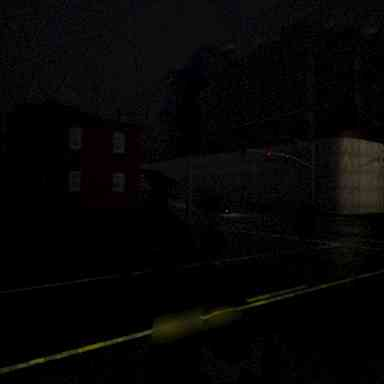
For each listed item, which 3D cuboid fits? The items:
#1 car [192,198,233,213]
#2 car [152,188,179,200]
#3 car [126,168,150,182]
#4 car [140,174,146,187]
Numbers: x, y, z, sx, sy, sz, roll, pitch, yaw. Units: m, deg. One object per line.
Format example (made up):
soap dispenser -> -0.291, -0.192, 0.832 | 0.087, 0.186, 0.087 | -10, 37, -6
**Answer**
car -> 2.096, 1.360, 36.289 | 2.033, 1.411, 5.357 | 1, 4, -36
car -> -3.653, 0.179, 44.336 | 1.895, 1.301, 4.718 | 1, 9, -36
car -> -9.669, -3.086, 59.121 | 2.128, 1.511, 4.902 | 1, 12, -36
car -> -9.490, -2.218, 52.523 | 2.150, 2.045, 5.566 | 1, 12, -35
